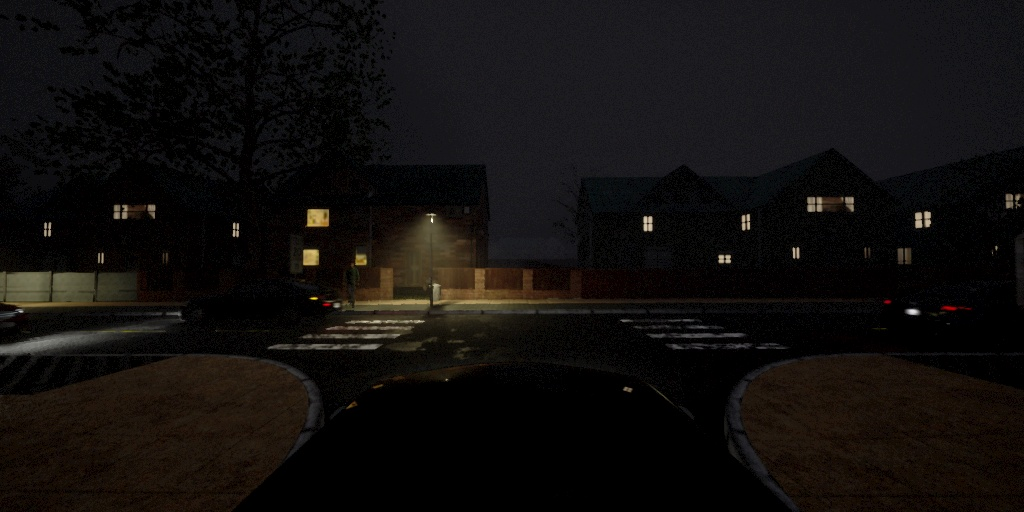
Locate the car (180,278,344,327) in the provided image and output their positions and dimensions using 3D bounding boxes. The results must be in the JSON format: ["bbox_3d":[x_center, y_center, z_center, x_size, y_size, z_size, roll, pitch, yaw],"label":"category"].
[{"bbox_3d":[-7.923,1.437,11.604,4.674,1.442,1.812,-1,-1,2],"label":"car"}]

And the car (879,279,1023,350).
[{"bbox_3d":[11.095,1.225,8.084,4.181,1.385,1.994,0,-1,2],"label":"car"}]

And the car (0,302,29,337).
[{"bbox_3d":[-15.075,1.436,8.867,4.674,1.442,1.812,-1,-1,2],"label":"car"}]

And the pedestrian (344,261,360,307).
[{"bbox_3d":[-6.467,1.113,14.482,0.375,1.860,0.375,0,-1,2],"label":"pedestrian"}]
